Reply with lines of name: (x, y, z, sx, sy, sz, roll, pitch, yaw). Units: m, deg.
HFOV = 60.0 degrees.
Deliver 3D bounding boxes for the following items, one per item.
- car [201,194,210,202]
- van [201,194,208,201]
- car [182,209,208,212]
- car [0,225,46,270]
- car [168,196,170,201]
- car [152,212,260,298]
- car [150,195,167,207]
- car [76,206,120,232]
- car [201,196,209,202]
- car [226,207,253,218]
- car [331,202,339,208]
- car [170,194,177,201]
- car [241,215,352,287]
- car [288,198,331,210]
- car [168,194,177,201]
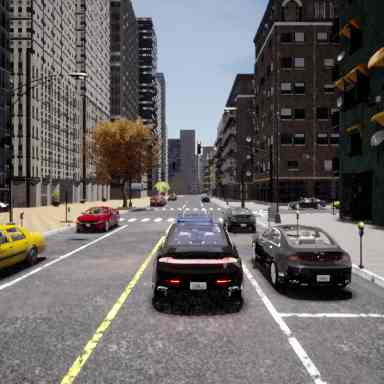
car: (3.059, 1.630, 74.615, 1.947, 1.339, 4.313, 0, 0, 0)
van: (3.114, 1.424, 85.662, 1.690, 1.788, 3.998, 0, 0, 0)
car: (0.167, 1.605, 18.591, 1.895, 1.301, 4.718, 0, 0, 1)
car: (-5.649, 1.526, 8.943, 1.752, 1.417, 4.829, 0, 0, 0)
car: (-5.404, 1.607, 58.089, 1.947, 1.339, 4.313, 0, 0, 0)
car: (0.130, 1.492, 8.473, 2.128, 1.511, 4.902, 0, 0, 0)
car: (-5.432, 1.349, 52.567, 2.192, 1.841, 5.009, 0, 0, 0)
car: (-5.593, 1.549, 20.179, 1.887, 1.381, 4.507, 0, 0, 0)
car: (3.088, 1.598, 80.308, 1.752, 1.417, 4.829, 0, 0, 0)
car: (2.787, 1.555, 20.137, 2.008, 1.369, 4.403, 0, 0, 0)
car: (19.017, 1.259, 39.516, 4.829, 1.417, 1.752, -1, 1, 0)
car: (-5.266, 1.649, 85.704, 1.947, 1.339, 4.313, 0, 0, 0)
car: (2.732, 1.551, 9.071, 2.008, 1.369, 4.403, 0, 0, 0)
car: (13.620, 1.359, 39.489, 4.403, 1.369, 2.008, -1, 1, 0)
car: (-5.239, 1.409, 91.226, 2.192, 1.841, 5.009, 0, 0, 0)
